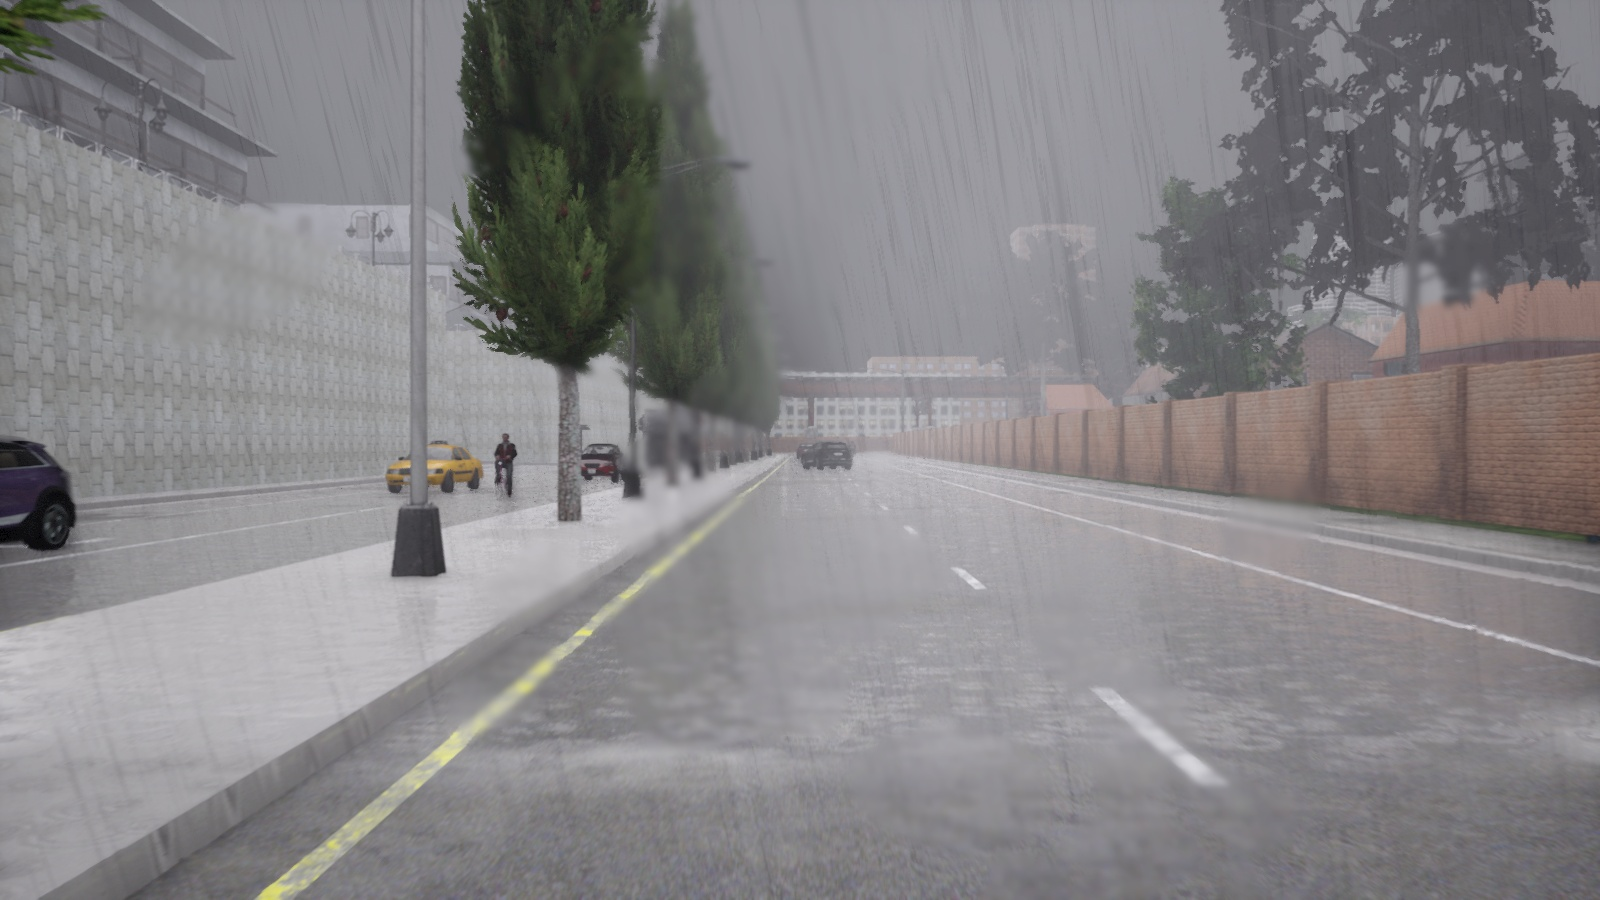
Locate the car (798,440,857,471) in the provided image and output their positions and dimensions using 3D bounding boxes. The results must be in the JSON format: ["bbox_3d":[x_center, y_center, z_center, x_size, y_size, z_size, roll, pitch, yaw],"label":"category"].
[{"bbox_3d":[1.470,0.281,70.438,2.033,1.649,4.856,0,0,-15],"label":"car"}]

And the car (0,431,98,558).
[{"bbox_3d":[-11.413,0.577,16.113,2.033,1.649,4.856,0,0,1],"label":"car"}]

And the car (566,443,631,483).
[{"bbox_3d":[-7.709,0.481,48.485,1.816,1.474,4.193,0,0,0],"label":"car"}]

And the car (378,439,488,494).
[{"bbox_3d":[-11.263,0.457,38.961,1.801,1.575,5.366,0,0,0],"label":"car"}]

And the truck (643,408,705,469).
[{"bbox_3d":[-7.551,-0.675,76.044,2.891,3.462,7.936,0,0,0],"label":"truck"}]

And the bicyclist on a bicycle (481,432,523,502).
[{"bbox_3d":[-7.798,0.425,32.908,0.659,1.776,1.843,0,0,0],"label":"bicyclist on a bicycle"}]
